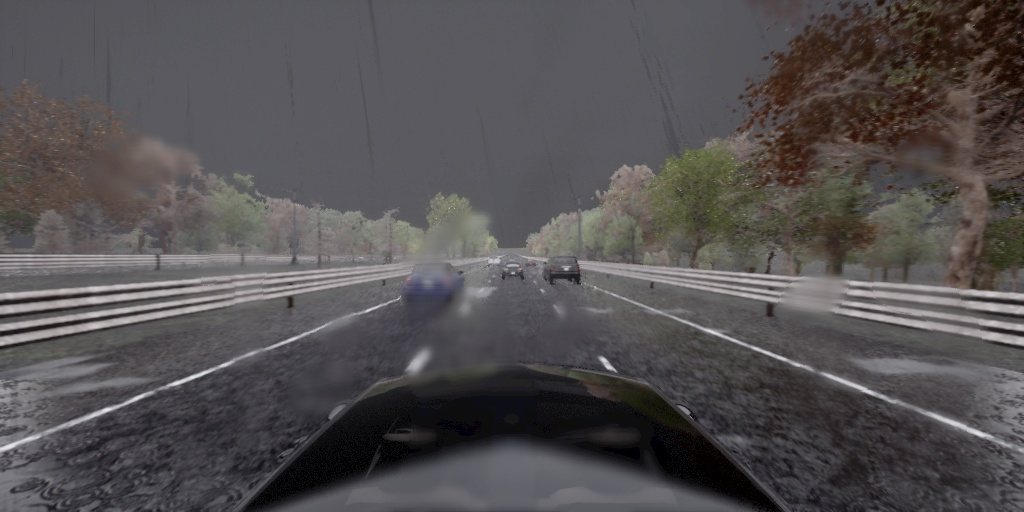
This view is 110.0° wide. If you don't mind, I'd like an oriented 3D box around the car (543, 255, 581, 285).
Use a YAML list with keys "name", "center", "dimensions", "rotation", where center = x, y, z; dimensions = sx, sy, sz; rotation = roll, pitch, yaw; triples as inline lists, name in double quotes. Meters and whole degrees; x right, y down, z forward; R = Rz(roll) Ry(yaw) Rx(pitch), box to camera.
- name: "car"
  center: [3.587, 0.963, 26.321]
  dimensions: [2.150, 2.045, 5.566]
  rotation: [0, 0, 0]

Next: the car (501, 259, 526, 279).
- name: "car"
  center: [0.082, 1.265, 32.255]
  dimensions: [1.812, 1.442, 4.674]
  rotation: [0, 0, 0]

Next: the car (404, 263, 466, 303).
- name: "car"
  center: [-3.409, 1.098, 16.684]
  dimensions: [2.097, 1.767, 4.553]
  rotation: [0, 0, 0]
